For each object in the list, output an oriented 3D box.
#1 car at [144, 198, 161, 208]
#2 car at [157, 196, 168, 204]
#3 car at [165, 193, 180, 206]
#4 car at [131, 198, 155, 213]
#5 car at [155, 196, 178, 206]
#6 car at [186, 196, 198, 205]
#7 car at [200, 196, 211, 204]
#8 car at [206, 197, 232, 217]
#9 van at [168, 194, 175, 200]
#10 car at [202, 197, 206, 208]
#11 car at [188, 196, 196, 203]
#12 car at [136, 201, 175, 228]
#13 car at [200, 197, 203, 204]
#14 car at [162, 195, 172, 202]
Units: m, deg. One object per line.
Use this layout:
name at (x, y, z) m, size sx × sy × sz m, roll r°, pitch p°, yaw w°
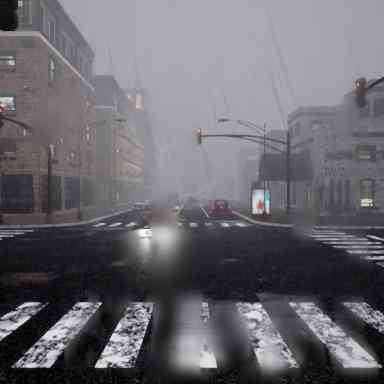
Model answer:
car at (-5.741, 1.571, 48.827) m, size 2.008 × 1.369 × 4.403 m, roll 0°, pitch 0°, yaw 0°
car at (-5.757, 1.565, 65.746) m, size 1.752 × 1.417 × 4.829 m, roll 0°, pitch 0°, yaw 0°
car at (-3.129, 1.242, 55.076) m, size 2.150 × 2.045 × 5.566 m, roll 0°, pitch 1°, yaw 0°
car at (-5.730, 1.561, 37.433) m, size 2.008 × 1.369 × 4.403 m, roll 0°, pitch 0°, yaw 0°
car at (-3.133, 1.504, 38.796) m, size 2.128 × 1.511 × 4.902 m, roll 0°, pitch 0°, yaw 0°
car at (0.046, 1.538, 60.300) m, size 1.837 × 1.490 × 4.892 m, roll 0°, pitch 0°, yaw 0°
car at (2.624, 1.591, 65.937) m, size 2.008 × 1.369 × 4.403 m, roll -1°, pitch 0°, yaw 0°
car at (2.655, 1.446, 31.756) m, size 1.967 × 1.590 × 4.097 m, roll 0°, pitch 0°, yaw 0°
van at (-5.786, 1.430, 94.399) m, size 1.690 × 1.788 × 3.998 m, roll -1°, pitch 0°, yaw 0°
car at (2.645, 1.597, 43.150) m, size 1.802 × 1.307 × 4.206 m, roll 0°, pitch 0°, yaw 0°
car at (0.015, 1.572, 70.718) m, size 1.812 × 1.442 × 4.674 m, roll 0°, pitch 0°, yaw 0°
car at (-2.481, 1.543, 21.910) m, size 1.994 × 1.385 × 4.181 m, roll 0°, pitch -1°, yaw -10°
car at (2.640, 1.571, 48.847) m, size 2.008 × 1.369 × 4.403 m, roll 0°, pitch 0°, yaw 0°
car at (-5.769, 1.497, 77.309) m, size 1.967 × 1.590 × 4.097 m, roll 0°, pitch 0°, yaw 0°
